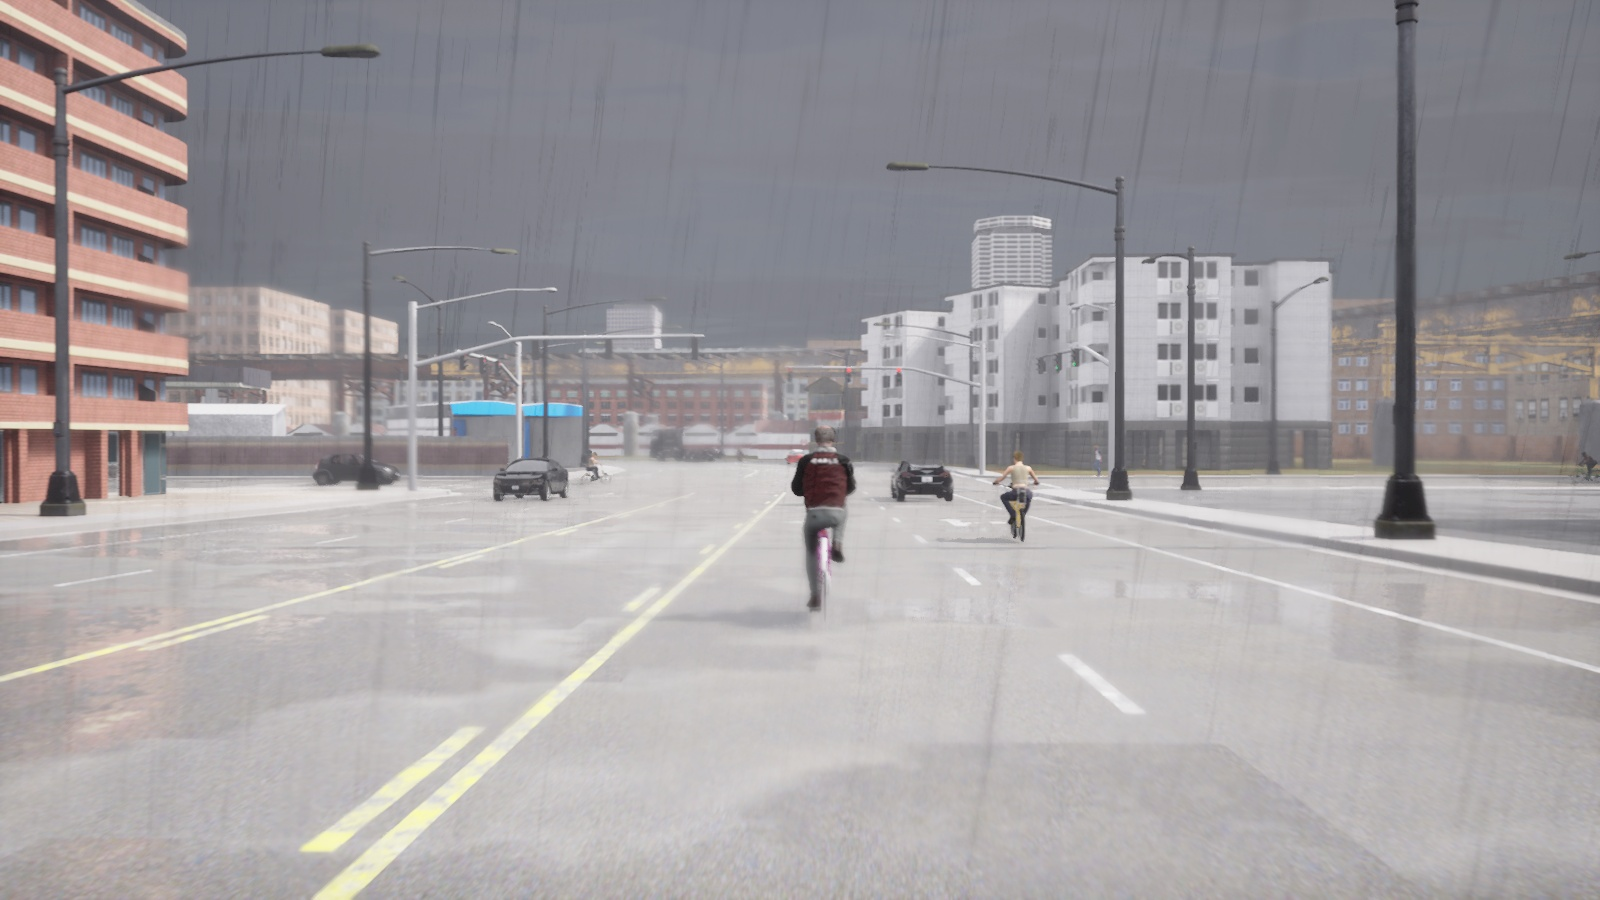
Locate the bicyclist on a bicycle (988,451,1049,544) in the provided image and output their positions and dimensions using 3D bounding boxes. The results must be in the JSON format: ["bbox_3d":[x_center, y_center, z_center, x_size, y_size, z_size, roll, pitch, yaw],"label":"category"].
[{"bbox_3d":[3.901,0.825,22.567,0.866,1.612,1.509,0,0,1],"label":"bicyclist on a bicycle"}]

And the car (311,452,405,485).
[{"bbox_3d":[-21.793,0.903,62.000,3.988,1.617,1.851,0,1,0],"label":"car"}]

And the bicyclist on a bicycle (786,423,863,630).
[{"bbox_3d":[0.224,0.658,11.684,0.659,1.776,1.843,0,0,1],"label":"bicyclist on a bicycle"}]

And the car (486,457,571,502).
[{"bbox_3d":[-9.657,1.008,45.087,1.882,1.535,5.008,0,0,1],"label":"car"}]

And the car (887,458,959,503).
[{"bbox_3d":[4.332,1.053,45.019,2.163,1.488,4.792,0,0,1],"label":"car"}]
